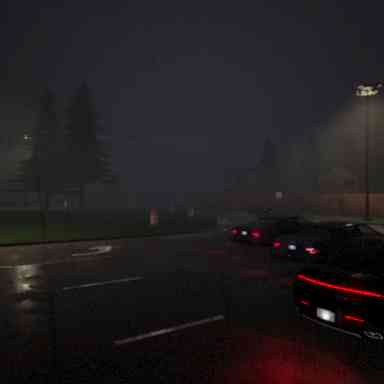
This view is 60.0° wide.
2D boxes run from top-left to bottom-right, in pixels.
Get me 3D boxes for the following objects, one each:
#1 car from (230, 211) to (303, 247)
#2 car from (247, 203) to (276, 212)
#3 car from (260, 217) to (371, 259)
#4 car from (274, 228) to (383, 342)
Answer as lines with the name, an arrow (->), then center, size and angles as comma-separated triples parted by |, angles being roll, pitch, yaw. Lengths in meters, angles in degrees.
car -> 4.191, 1.739, 14.797 | 5.357, 1.411, 2.033 | 1, -1, -34
car -> 7.610, 1.981, 36.385 | 1.812, 1.442, 4.674 | 1, -1, -12
car -> 5.025, 1.702, 11.150 | 5.357, 1.411, 2.033 | 1, -1, -34
car -> 3.989, 1.598, 6.259 | 4.892, 1.490, 1.837 | 1, -1, -34
